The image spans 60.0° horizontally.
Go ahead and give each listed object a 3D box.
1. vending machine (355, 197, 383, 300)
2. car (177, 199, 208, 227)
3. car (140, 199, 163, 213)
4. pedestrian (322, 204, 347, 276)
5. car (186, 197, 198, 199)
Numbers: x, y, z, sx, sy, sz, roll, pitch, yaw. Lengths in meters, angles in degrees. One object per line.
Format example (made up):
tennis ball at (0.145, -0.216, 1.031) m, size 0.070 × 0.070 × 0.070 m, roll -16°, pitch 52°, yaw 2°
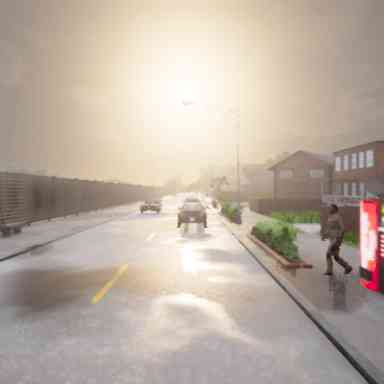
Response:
vending machine at (4.299, 1.157, 7.225) m, size 1.100 × 2.100 × 0.880 m, roll 0°, pitch 0°, yaw 0°
car at (0.037, 1.415, 21.601) m, size 1.812 × 1.442 × 4.674 m, roll 0°, pitch 0°, yaw 1°
car at (-4.082, 1.425, 33.852) m, size 1.895 × 1.301 × 4.718 m, roll 0°, pitch 0°, yaw 0°
pedestrian at (3.527, 1.146, 8.276) m, size 0.375 × 1.860 × 0.375 m, roll 0°, pitch 0°, yaw 0°
car at (0.017, 1.317, 37.455) m, size 1.837 × 1.490 × 4.892 m, roll 0°, pitch 0°, yaw 0°
